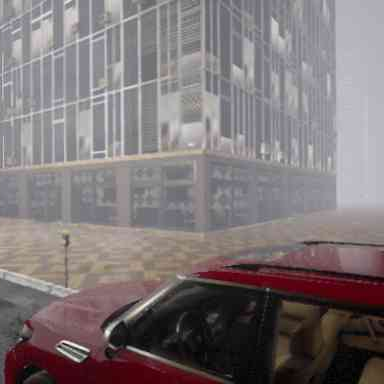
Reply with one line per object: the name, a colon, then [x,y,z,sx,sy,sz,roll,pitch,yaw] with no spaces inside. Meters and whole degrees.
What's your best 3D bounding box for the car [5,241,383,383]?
car: [0.723,1.312,2.374,5.009,1.841,2.192,0,-1,36]
